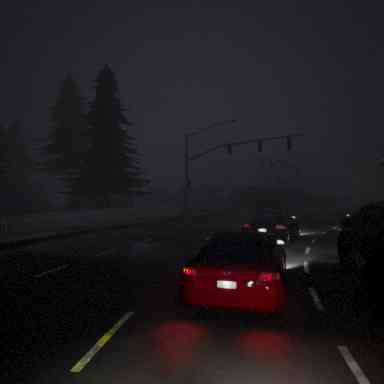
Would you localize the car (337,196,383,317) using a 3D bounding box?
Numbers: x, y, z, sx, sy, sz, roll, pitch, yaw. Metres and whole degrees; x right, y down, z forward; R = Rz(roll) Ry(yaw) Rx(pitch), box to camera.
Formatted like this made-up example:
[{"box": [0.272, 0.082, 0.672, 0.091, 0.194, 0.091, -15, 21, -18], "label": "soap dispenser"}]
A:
[{"box": [4.711, 1.221, 7.295, 2.150, 2.045, 5.566, 0, 0, 15], "label": "car"}]

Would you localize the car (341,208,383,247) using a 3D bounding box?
[{"box": [8.379, 1.564, 15.885, 1.994, 1.385, 4.181, 0, 0, 28], "label": "car"}]

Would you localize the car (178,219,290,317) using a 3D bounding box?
[{"box": [1.134, 1.564, 7.658, 1.994, 1.385, 4.181, 0, 0, 16], "label": "car"}]

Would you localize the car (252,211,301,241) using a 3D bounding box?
[{"box": [3.800, 1.564, 15.627, 1.994, 1.385, 4.181, 0, 0, 26], "label": "car"}]
